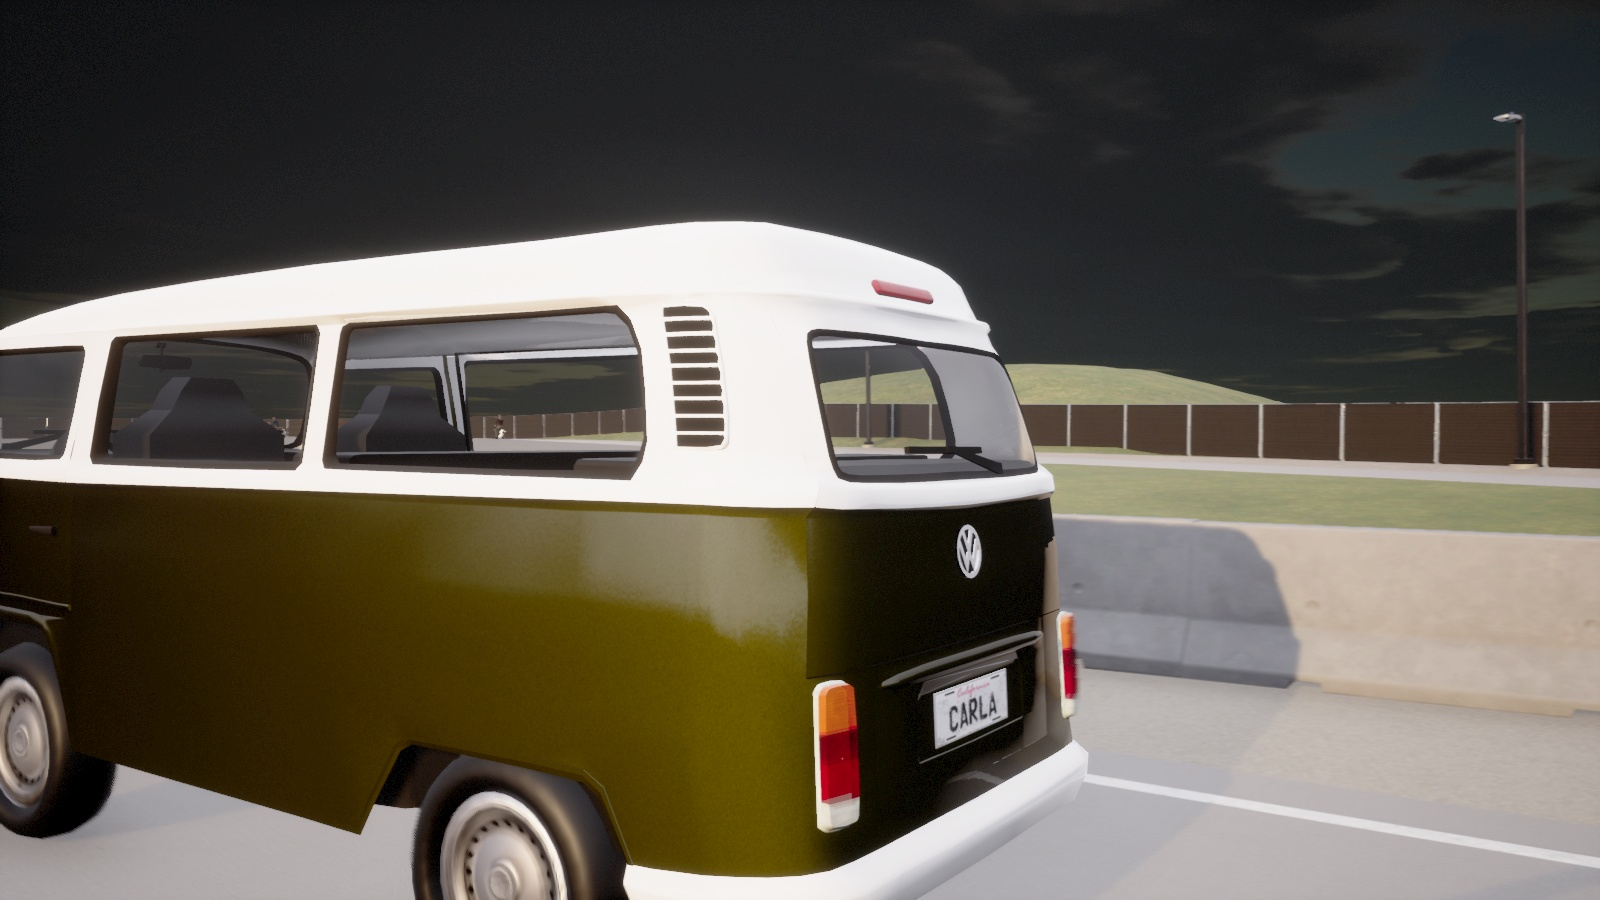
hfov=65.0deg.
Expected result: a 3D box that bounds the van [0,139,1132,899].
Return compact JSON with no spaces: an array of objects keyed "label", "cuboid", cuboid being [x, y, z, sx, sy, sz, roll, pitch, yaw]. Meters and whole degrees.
[{"label":"van","cuboid":[-1.350,0.407,4.516,4.480,2.038,2.069,0,1,34]}]
